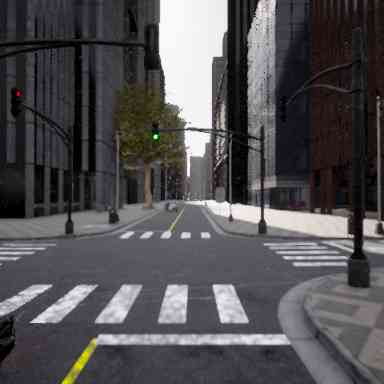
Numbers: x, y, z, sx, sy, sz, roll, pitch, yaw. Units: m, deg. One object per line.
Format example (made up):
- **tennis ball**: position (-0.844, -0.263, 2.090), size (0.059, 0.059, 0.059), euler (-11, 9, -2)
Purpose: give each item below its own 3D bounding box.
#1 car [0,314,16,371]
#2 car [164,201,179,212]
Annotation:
- **car**: position (-3.000, 1.624, 1.676), size (1.895, 1.301, 4.718), euler (0, -1, 0)
- **car**: position (-2.953, 2.106, 47.989), size (2.128, 1.511, 4.902), euler (0, -1, 0)
